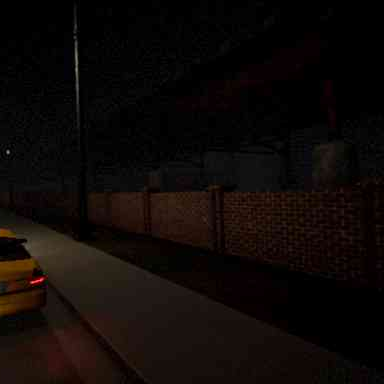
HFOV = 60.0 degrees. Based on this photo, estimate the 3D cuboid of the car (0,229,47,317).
[{"bbox_3d":[-4.463,1.431,7.036,1.801,1.575,5.366,-2,1,-34],"label":"car"}]
